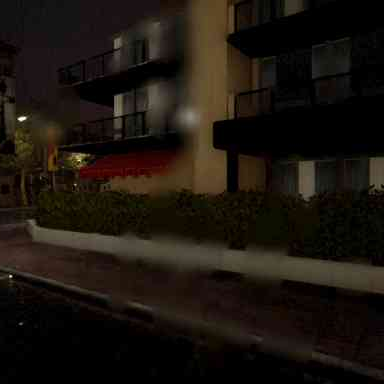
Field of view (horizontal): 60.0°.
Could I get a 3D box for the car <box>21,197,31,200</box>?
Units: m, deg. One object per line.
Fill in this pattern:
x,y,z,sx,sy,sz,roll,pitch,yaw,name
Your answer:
-35.601,1.481,67.658,4.892,1.521,2.231,0,0,36,car
